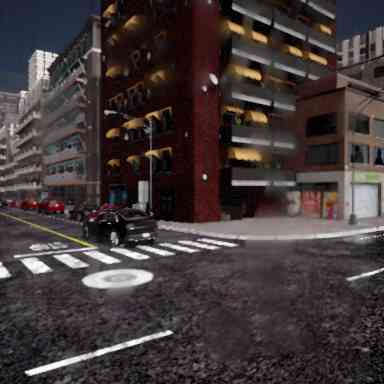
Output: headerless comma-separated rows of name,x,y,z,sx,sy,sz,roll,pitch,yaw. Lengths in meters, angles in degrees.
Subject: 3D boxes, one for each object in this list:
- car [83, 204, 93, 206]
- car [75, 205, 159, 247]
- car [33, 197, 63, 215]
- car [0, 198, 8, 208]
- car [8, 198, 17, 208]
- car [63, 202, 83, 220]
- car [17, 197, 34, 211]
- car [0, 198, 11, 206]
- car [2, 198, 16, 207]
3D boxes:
car,-5.850,1.632,23.463,1.887,1.381,4.507,-1,0,-36
car,-3.434,1.546,15.451,1.837,1.490,4.892,-3,2,-40
car,-15.611,1.529,36.951,2.192,1.841,5.009,-1,0,-36
car,-31.557,1.887,54.603,1.882,1.535,5.008,0,0,-36
car,-28.884,1.971,55.310,1.802,1.307,4.206,-1,0,-36
car,-8.968,1.694,27.775,1.947,1.339,4.313,-1,0,-36
car,-22.250,1.616,46.131,2.192,1.841,5.009,-1,0,-36
car,-38.942,2.051,69.214,1.752,1.417,4.829,-1,0,-36
car,-35.525,1.919,64.487,1.967,1.590,4.097,-1,0,-36
